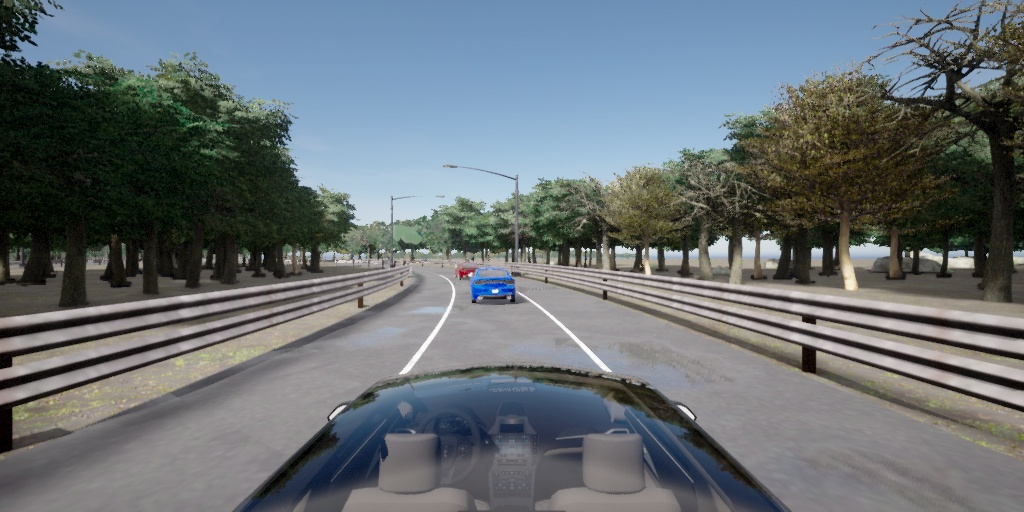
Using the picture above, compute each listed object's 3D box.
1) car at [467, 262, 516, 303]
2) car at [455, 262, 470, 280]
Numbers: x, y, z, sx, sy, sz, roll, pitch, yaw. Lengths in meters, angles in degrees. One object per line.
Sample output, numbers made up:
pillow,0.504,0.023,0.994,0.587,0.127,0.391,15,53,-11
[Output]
car,-0.989,1.249,16.715,1.882,1.535,5.008,0,0,-7
car,-3.932,1.268,31.645,1.882,1.535,5.008,0,0,-15
